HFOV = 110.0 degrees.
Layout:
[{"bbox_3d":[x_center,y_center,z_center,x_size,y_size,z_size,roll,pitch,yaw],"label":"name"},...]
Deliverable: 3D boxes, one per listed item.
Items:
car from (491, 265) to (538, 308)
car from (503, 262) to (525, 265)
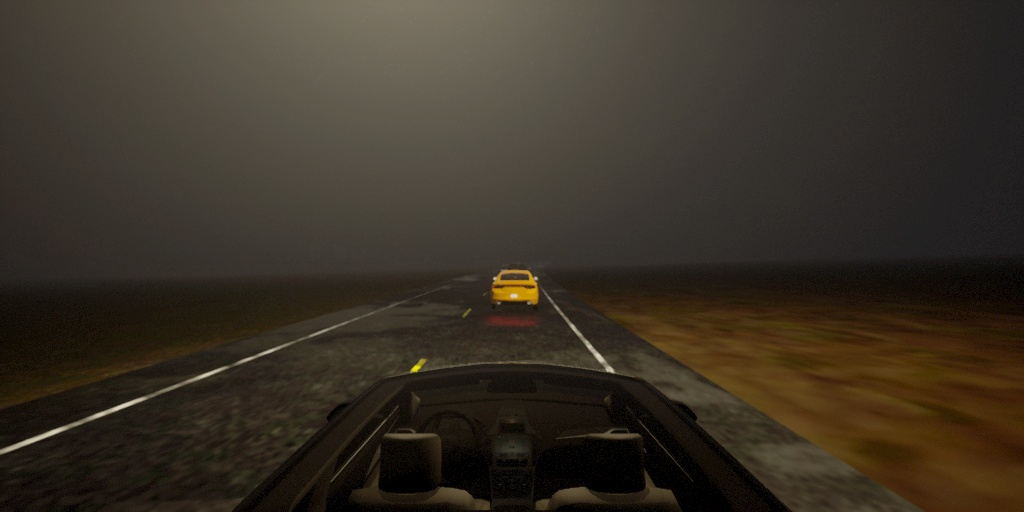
[{"bbox_3d":[0.148,1.373,16.048,1.882,1.535,5.008,0,0,2],"label":"car"},{"bbox_3d":[0.499,1.386,30.186,2.097,1.767,4.553,0,-1,2],"label":"car"}]
